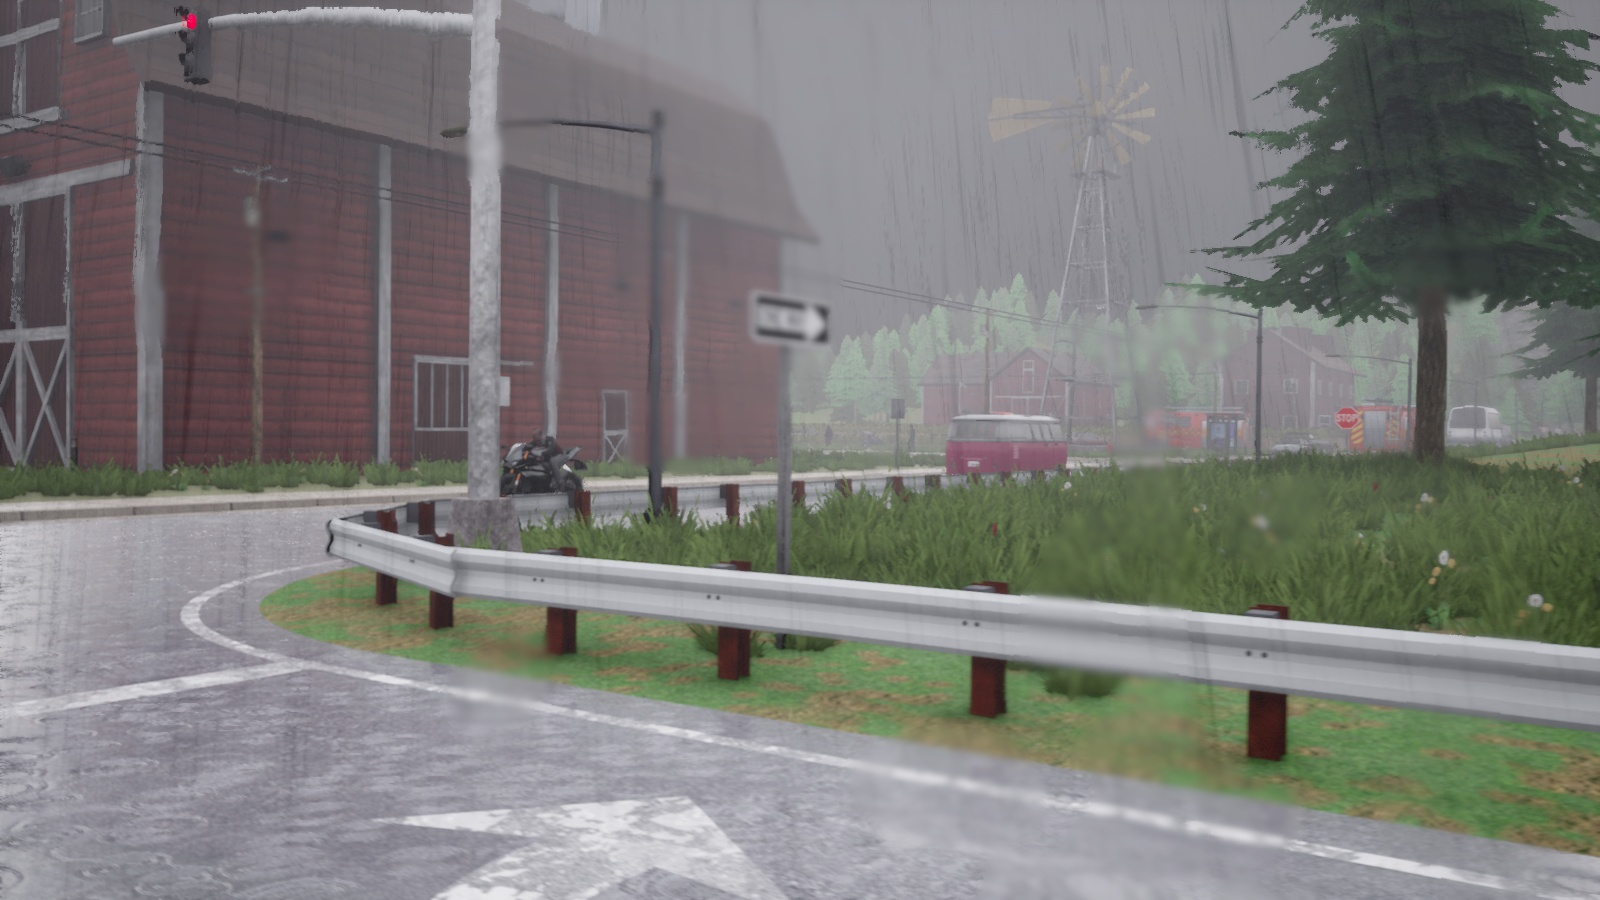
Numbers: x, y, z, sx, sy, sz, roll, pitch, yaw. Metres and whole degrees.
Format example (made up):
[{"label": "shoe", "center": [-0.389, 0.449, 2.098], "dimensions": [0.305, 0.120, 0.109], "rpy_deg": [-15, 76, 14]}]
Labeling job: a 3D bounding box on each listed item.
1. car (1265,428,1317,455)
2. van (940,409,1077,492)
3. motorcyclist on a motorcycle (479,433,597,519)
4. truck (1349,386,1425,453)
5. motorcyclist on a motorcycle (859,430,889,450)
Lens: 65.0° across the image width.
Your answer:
[{"label": "car", "center": [27.913, -0.505, 71.337], "dimensions": [1.816, 1.474, 4.193], "rpy_deg": [0, 1, 35]}, {"label": "van", "center": [5.503, -0.027, 32.731], "dimensions": [1.775, 1.987, 4.442], "rpy_deg": [0, 1, 35]}, {"label": "motorcyclist on a motorcycle", "center": [-4.934, 0.460, 23.780], "dimensions": [0.866, 1.530, 2.191], "rpy_deg": [0, 1, 35]}, {"label": "truck", "center": [36.060, -1.824, 76.967], "dimensions": [2.891, 3.827, 8.468], "rpy_deg": [0, 1, 35]}, {"label": "motorcyclist on a motorcycle", "center": [5.800, -0.749, 97.923], "dimensions": [2.191, 1.530, 0.866], "rpy_deg": [0, 1, 34]}]
